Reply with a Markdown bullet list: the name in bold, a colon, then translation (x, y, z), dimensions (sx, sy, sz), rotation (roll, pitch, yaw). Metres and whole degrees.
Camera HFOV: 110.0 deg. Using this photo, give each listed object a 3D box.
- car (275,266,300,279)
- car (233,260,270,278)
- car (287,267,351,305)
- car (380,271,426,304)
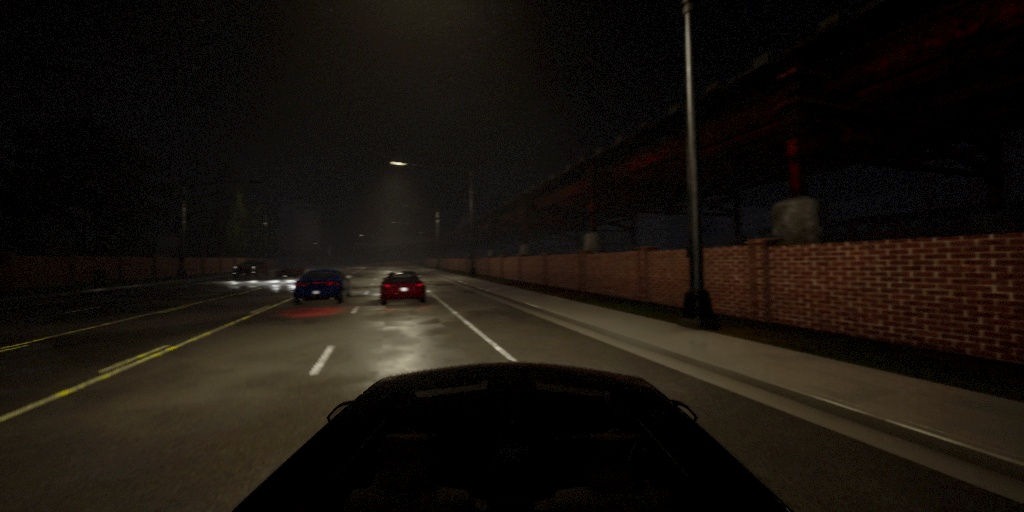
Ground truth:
- **car**: translation (-23.704, 1.718, 38.363), dimensions (1.895, 1.301, 4.718), rotation (0, 0, -19)
- **car**: translation (-27.040, 1.204, 37.292), dimensions (2.097, 1.767, 4.553), rotation (0, 0, -19)
- **car**: translation (-8.975, 1.372, 17.293), dimensions (1.882, 1.535, 5.008), rotation (0, 0, -19)
- **car**: translation (-5.348, 1.431, 17.505), dimensions (1.994, 1.385, 4.181), rotation (0, 0, -19)
